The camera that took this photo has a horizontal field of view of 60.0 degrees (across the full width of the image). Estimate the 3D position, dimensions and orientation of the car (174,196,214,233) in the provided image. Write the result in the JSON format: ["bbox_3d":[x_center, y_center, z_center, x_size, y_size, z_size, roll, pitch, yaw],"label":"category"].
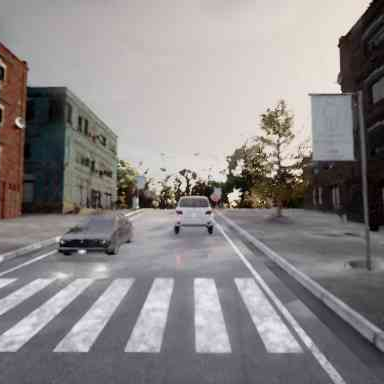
[{"bbox_3d":[0.102,1.258,20.123,2.150,2.045,5.566,0,0,0],"label":"car"}]

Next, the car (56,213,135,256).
[{"bbox_3d":[-3.583,1.572,13.497,2.033,1.411,5.357,0,0,0],"label":"car"}]

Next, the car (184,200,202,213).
[{"bbox_3d":[0.104,1.633,39.357,2.033,1.411,5.357,0,-1,0],"label":"car"}]
